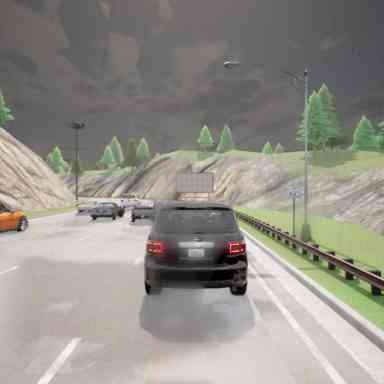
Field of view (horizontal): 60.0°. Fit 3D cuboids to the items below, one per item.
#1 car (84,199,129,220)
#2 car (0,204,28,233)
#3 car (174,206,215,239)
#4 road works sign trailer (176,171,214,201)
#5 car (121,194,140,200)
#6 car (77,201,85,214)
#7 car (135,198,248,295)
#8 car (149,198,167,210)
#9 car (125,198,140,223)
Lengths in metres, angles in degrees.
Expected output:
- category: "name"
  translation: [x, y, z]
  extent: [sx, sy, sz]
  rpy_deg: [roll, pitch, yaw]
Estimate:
- category: "car"
  translation: [-6.957, 1.546, 27.737]
  extent: [2.033, 1.411, 5.357]
  rpy_deg: [0, 0, -1]
- category: "car"
  translation: [-10.421, 1.351, 17.143]
  extent: [2.097, 1.767, 4.553]
  rpy_deg: [0, 0, 0]
- category: "car"
  translation: [0.105, 1.559, 18.065]
  extent: [1.994, 1.385, 4.181]
  rpy_deg: [0, 0, 0]
- category: "road works sign trailer"
  translation: [0.188, 0.464, 21.562]
  extent: [2.380, 3.560, 2.880]
  rpy_deg: [0, 0, 0]
- category: "car"
  translation: [-7.963, 1.221, 42.773]
  extent: [2.150, 2.045, 5.566]
  rpy_deg: [0, 0, -7]
- category: "car"
  translation: [-10.815, 1.601, 35.859]
  extent: [1.895, 1.301, 4.718]
  rpy_deg: [0, 0, -3]
- category: "car"
  translation: [0.088, 1.221, 8.840]
  extent: [2.150, 2.045, 5.566]
  rpy_deg: [0, 0, 0]
- category: "car"
  translation: [-4.462, 1.547, 43.285]
  extent: [2.033, 1.411, 5.357]
  rpy_deg: [0, 0, -8]
- category: "car"
  translation: [-3.444, 1.491, 25.633]
  extent: [2.128, 1.511, 4.902]
  rpy_deg: [0, 0, 0]
